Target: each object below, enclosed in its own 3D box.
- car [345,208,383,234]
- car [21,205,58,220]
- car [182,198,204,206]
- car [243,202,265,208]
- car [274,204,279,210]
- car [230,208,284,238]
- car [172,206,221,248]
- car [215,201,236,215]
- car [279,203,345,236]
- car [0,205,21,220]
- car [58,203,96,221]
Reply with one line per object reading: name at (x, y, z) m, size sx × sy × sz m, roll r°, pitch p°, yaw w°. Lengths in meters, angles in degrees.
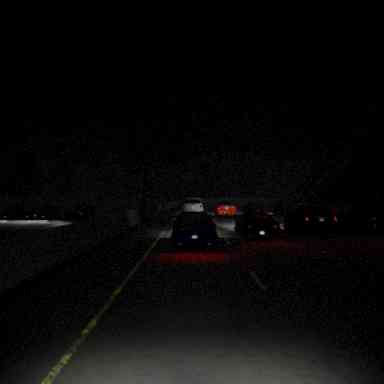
car at (10.601, 1.721, 20.594) m, size 2.128 × 1.511 × 4.902 m, roll 0°, pitch -1°, yaw 0°
car at (-14.090, 1.919, 31.871) m, size 1.994 × 1.385 × 4.181 m, roll 0°, pitch -1°, yaw 0°
car at (0.104, 1.622, 35.927) m, size 2.150 × 2.045 × 5.566 m, roll 0°, pitch -1°, yaw 0°
car at (7.104, 1.904, 38.328) m, size 1.882 × 1.535 × 5.008 m, roll 0°, pitch -1°, yaw 0°
car at (10.590, 1.946, 37.757) m, size 1.812 × 1.442 × 4.674 m, roll 0°, pitch -1°, yaw 0°
car at (3.602, 1.816, 19.257) m, size 1.895 × 1.301 × 4.718 m, roll 0°, pitch -1°, yaw 0°
car at (0.102, 1.653, 15.645) m, size 1.882 × 1.535 × 5.008 m, roll 0°, pitch -1°, yaw 0°
car at (3.605, 1.760, 36.587) m, size 2.097 × 1.767 × 4.553 m, roll 0°, pitch -1°, yaw 0°
car at (7.102, 1.579, 20.309) m, size 2.097 × 1.767 × 4.553 m, roll 0°, pitch -1°, yaw 0°
car at (-17.590, 1.921, 32.039) m, size 1.994 × 1.385 × 4.181 m, roll 0°, pitch -1°, yaw 0°
car at (-10.592, 1.830, 31.649) m, size 1.882 × 1.535 × 5.008 m, roll 0°, pitch -1°, yaw 0°
